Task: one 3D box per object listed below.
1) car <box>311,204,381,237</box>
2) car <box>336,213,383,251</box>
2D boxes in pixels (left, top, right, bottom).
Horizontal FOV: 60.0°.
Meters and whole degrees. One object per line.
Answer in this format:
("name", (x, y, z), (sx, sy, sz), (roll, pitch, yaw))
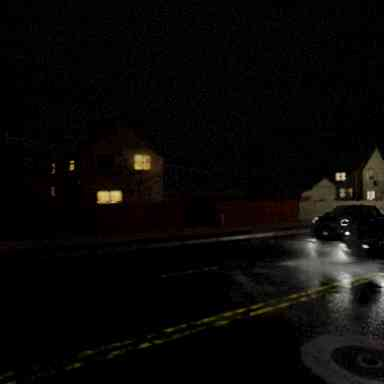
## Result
("car", (8.368, 1.465, 17.632), (4.553, 1.767, 2.097), (0, 0, -35))
("car", (8.158, 1.697, 13.491), (4.718, 1.301, 1.895), (0, 0, -35))
